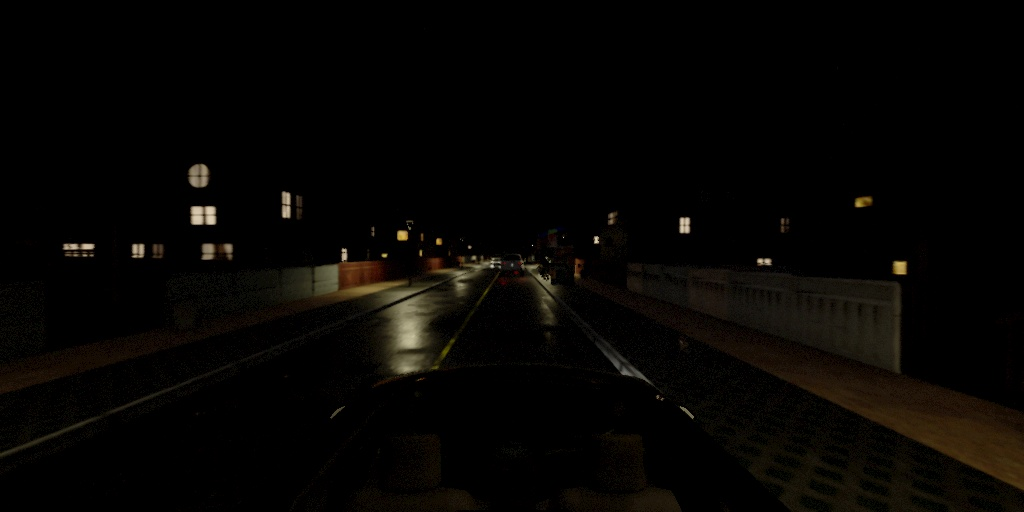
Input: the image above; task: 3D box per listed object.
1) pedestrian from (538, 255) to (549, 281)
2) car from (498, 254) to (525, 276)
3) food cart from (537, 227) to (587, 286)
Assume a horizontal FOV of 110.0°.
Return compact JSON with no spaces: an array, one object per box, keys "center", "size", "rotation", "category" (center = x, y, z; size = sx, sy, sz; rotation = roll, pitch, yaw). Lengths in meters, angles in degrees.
[{"center":[2.139,0.778,24.071],"size":[0.375,1.860,0.375],"rotation":[-1,1,-3],"category":"pedestrian"},{"center":[0.029,0.805,34.516],"size":[2.150,2.045,5.566],"rotation":[0,1,0],"category":"car"},{"center":[3.011,0.110,22.484],"size":[2.280,3.560,4.660],"rotation":[0,0,0],"category":"food cart"}]
